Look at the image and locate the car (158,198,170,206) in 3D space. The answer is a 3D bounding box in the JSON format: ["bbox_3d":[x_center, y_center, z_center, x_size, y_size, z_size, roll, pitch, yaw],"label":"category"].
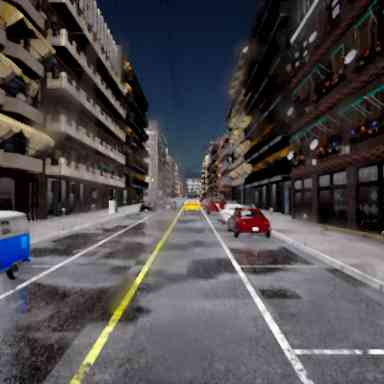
[{"bbox_3d":[-5.314,1.846,62.888,1.887,1.381,4.507,1,0,0],"label":"car"}]

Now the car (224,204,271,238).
[{"bbox_3d":[3.018,1.591,18.093,1.812,1.442,4.674,0,0,0],"label":"car"}]

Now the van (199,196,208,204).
[{"bbox_3d":[2.534,1.720,73.899,1.690,1.788,3.998,1,0,0],"label":"van"}]

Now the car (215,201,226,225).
[{"bbox_3d":[3.017,1.621,25.095,1.812,1.442,4.674,0,0,0],"label":"car"}]

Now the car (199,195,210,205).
[{"bbox_3d":[2.536,1.654,68.368,2.192,1.841,5.009,1,0,0],"label":"car"}]

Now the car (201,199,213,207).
[{"bbox_3d":[2.534,1.847,57.304,1.802,1.307,4.206,1,0,0],"label":"car"}]

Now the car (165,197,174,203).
[{"bbox_3d":[-5.319,2.003,79.481,1.802,1.307,4.206,1,0,0],"label":"car"}]

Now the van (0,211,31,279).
[{"bbox_3d":[-5.293,1.366,7.584,1.690,1.788,3.998,2,0,0],"label":"van"}]

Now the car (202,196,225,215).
[{"bbox_3d":[2.546,1.457,35.179,2.192,1.841,5.009,1,0,0],"label":"car"}]

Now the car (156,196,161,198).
[{"bbox_3d":[-5.307,1.581,57.358,2.192,1.841,5.009,1,0,0],"label":"car"}]

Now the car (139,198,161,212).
[{"bbox_3d":[-5.308,1.736,40.768,1.947,1.339,4.313,1,0,0],"label":"car"}]

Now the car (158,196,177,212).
[{"bbox_3d":[-2.853,1.670,42.282,2.128,1.511,4.902,0,0,0],"label":"car"}]

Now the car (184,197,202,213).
[{"bbox_3d":[0.054,1.643,39.758,1.882,1.535,5.008,0,-1,0],"label":"car"}]
